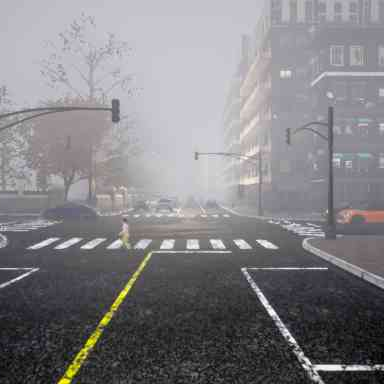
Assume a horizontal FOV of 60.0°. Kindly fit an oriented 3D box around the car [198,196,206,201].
[{"bbox_3d":[2.531,1.649,84.779,2.008,1.369,4.403,0,0,0],"label":"car"}]

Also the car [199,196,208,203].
[{"bbox_3d":[2.553,1.619,73.518,1.887,1.381,4.507,0,0,0],"label":"car"}]

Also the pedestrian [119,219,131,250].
[{"bbox_3d":[-2.495,1.573,12.797,0.375,1.300,0.375,0,0,0],"label":"pedestrian"}]

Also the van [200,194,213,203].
[{"bbox_3d":[2.597,1.377,50.998,1.690,1.788,3.998,0,0,0],"label":"van"}]

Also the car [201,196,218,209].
[{"bbox_3d":[2.608,1.574,45.367,1.887,1.381,4.507,0,0,0],"label":"car"}]

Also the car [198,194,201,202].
[{"bbox_3d":[2.575,1.494,62.258,1.967,1.590,4.097,0,0,0],"label":"car"}]

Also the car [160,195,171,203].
[{"bbox_3d":[-5.827,1.515,73.503,1.967,1.590,4.097,0,0,0],"label":"car"}]

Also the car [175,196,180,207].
[{"bbox_3d":[-3.185,1.635,49.051,1.895,1.301,4.718,0,0,0],"label":"car"}]

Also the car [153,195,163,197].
[{"bbox_3d":[-5.783,1.561,50.812,1.752,1.417,4.829,0,0,0],"label":"car"}]

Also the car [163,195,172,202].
[{"bbox_3d":[-5.837,1.526,79.132,1.967,1.590,4.097,0,0,0],"label":"car"}]

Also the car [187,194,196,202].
[{"bbox_3d":[-0.148,1.318,78.837,2.097,1.767,4.553,0,0,0],"label":"car"}]

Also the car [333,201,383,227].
[{"bbox_3d":[13.316,1.634,24.870,4.553,1.767,2.097,1,0,1],"label":"car"}]

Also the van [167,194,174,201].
[{"bbox_3d":[-5.860,1.453,90.393,1.690,1.788,3.998,0,0,0],"label":"van"}]

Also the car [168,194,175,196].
[{"bbox_3d":[-3.189,1.553,59.241,1.837,1.490,4.892,0,0,0],"label":"car"}]

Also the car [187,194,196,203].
[{"bbox_3d":[-0.130,1.612,68.448,2.033,1.411,5.357,0,0,0],"label":"car"}]

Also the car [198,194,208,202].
[{"bbox_3d":[2.543,1.401,79.148,2.192,1.841,5.009,0,0,0],"label":"car"}]

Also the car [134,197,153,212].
[{"bbox_3d":[-5.762,1.589,39.721,1.947,1.339,4.313,0,0,0],"label":"car"}]

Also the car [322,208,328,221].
[{"bbox_3d":[13.415,1.609,27.435,5.009,1.841,2.192,1,-1,-1],"label":"car"}]

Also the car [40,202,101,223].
[{"bbox_3d":[-8.896,1.461,24.563,4.181,1.385,1.994,2,0,-1],"label":"car"}]

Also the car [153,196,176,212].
[{"bbox_3d":[-3.167,1.548,39.128,1.812,1.442,4.674,0,0,0],"label":"car"}]
